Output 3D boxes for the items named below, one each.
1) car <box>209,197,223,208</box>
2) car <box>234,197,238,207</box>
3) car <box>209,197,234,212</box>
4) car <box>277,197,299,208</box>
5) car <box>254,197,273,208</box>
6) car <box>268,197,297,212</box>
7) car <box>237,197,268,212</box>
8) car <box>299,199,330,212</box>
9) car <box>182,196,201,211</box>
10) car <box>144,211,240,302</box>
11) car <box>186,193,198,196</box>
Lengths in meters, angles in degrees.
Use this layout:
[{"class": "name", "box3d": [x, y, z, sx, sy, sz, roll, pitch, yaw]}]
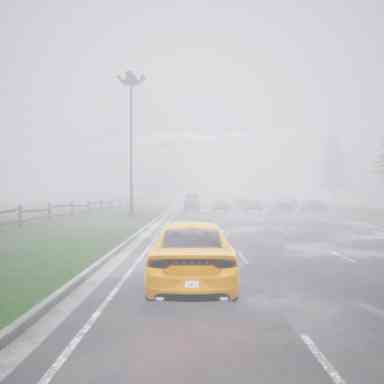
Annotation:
[{"class": "car", "box3d": [3.493, 1.526, 49.680, 1.812, 1.442, 4.674, 0, 0, 0]}, {"class": "car", "box3d": [6.993, 1.491, 49.405, 2.128, 1.511, 4.902, 0, 0, 0]}, {"class": "car", "box3d": [3.498, 1.564, 39.646, 1.994, 1.385, 4.181, 0, 0, 0]}, {"class": "car", "box3d": [13.988, 1.505, 48.825, 1.837, 1.490, 4.892, 0, 0, 0]}, {"class": "car", "box3d": [10.490, 1.526, 49.214, 1.812, 1.442, 4.674, 0, 0, 0]}, {"class": "car", "box3d": [10.496, 1.526, 39.162, 1.812, 1.442, 4.674, 0, 0, 0]}, {"class": "car", "box3d": [6.997, 1.547, 39.083, 2.033, 1.411, 5.357, 0, 0, 0]}, {"class": "car", "box3d": [13.989, 1.547, 38.220, 2.033, 1.411, 5.357, 0, 0, 0]}, {"class": "car", "box3d": [-0.009, 1.505, 38.375, 1.837, 1.490, 4.892, 0, 0, 0]}, {"class": "car", "box3d": [-0.002, 1.478, 8.351, 1.882, 1.535, 5.008, 0, 0, 0]}, {"class": "car", "box3d": [-0.013, 1.221, 48.807, 2.150, 2.045, 5.566, 0, 0, 0]}]
